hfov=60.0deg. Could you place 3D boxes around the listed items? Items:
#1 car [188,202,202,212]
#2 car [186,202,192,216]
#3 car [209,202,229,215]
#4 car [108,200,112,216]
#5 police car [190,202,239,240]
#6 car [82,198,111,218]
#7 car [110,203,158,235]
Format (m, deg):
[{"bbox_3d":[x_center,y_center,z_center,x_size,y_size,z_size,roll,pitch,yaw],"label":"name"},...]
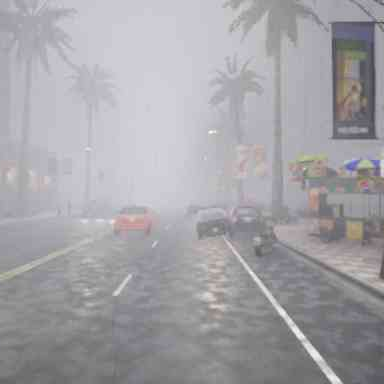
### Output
[{"bbox_3d":[0.421,2.193,49.491,2.033,1.411,5.357,0,-1,1],"label":"car"},{"bbox_3d":[0.338,2.007,38.577,1.837,1.490,4.892,0,-1,0],"label":"car"},{"bbox_3d":[3.396,2.066,42.405,2.161,1.482,4.786,0,-1,0],"label":"car"},{"bbox_3d":[-6.943,1.931,34.774,1.882,1.535,5.008,0,-1,1],"label":"car"},{"bbox_3d":[1.100,1.571,18.838,1.930,1.638,5.238,-8,2,0],"label":"police car"},{"bbox_3d":[-10.397,1.706,37.052,2.150,2.045,5.566,0,-1,1],"label":"car"},{"bbox_3d":[-3.400,1.625,20.919,2.097,1.767,4.553,0,-1,0],"label":"car"}]
